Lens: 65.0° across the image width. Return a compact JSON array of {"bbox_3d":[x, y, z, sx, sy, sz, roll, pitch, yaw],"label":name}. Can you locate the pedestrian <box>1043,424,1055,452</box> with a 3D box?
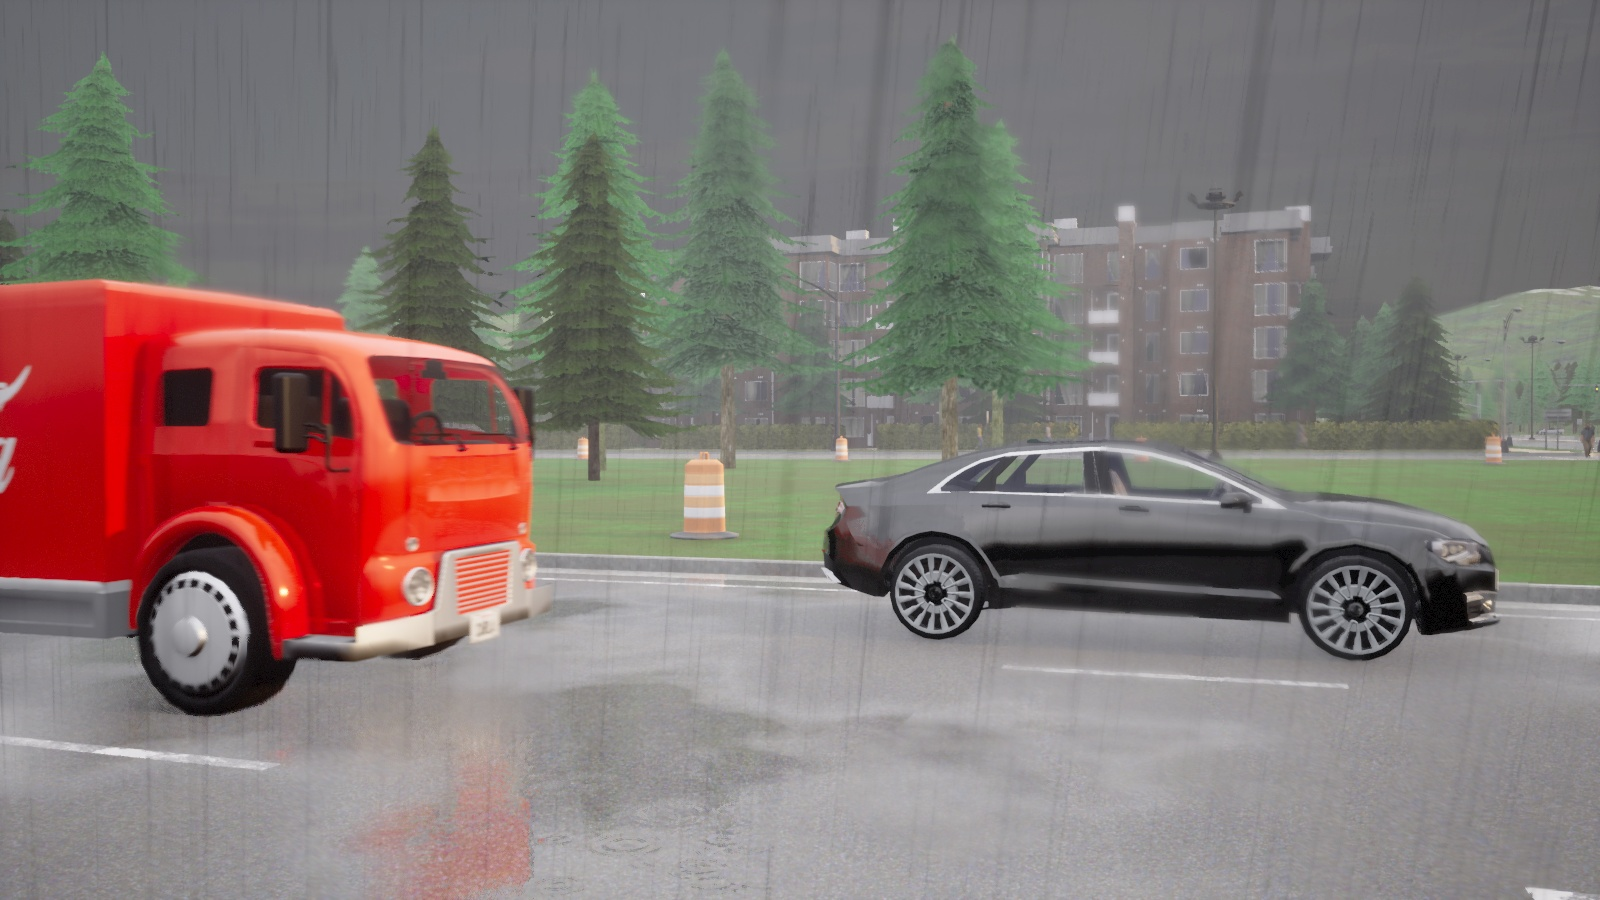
[{"bbox_3d":[16.156,-0.790,81.578,0.706,1.836,0.354,1,1,19],"label":"pedestrian"}]

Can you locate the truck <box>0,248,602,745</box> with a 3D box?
[{"bbox_3d":[-4.262,0.189,8.313,5.204,2.467,2.627,1,1,19],"label":"truck"}]

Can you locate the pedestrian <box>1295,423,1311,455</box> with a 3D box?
[{"bbox_3d":[30.723,-0.657,76.694,0.873,1.952,0.659,1,1,19],"label":"pedestrian"}]

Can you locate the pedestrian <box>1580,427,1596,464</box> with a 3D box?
[{"bbox_3d":[39.208,-0.234,62.464,0.540,1.848,0.694,1,1,22],"label":"pedestrian"}]

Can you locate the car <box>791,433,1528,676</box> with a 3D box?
[{"bbox_3d":[2.596,0.637,9.704,4.902,1.511,2.128,1,1,19],"label":"car"}]
